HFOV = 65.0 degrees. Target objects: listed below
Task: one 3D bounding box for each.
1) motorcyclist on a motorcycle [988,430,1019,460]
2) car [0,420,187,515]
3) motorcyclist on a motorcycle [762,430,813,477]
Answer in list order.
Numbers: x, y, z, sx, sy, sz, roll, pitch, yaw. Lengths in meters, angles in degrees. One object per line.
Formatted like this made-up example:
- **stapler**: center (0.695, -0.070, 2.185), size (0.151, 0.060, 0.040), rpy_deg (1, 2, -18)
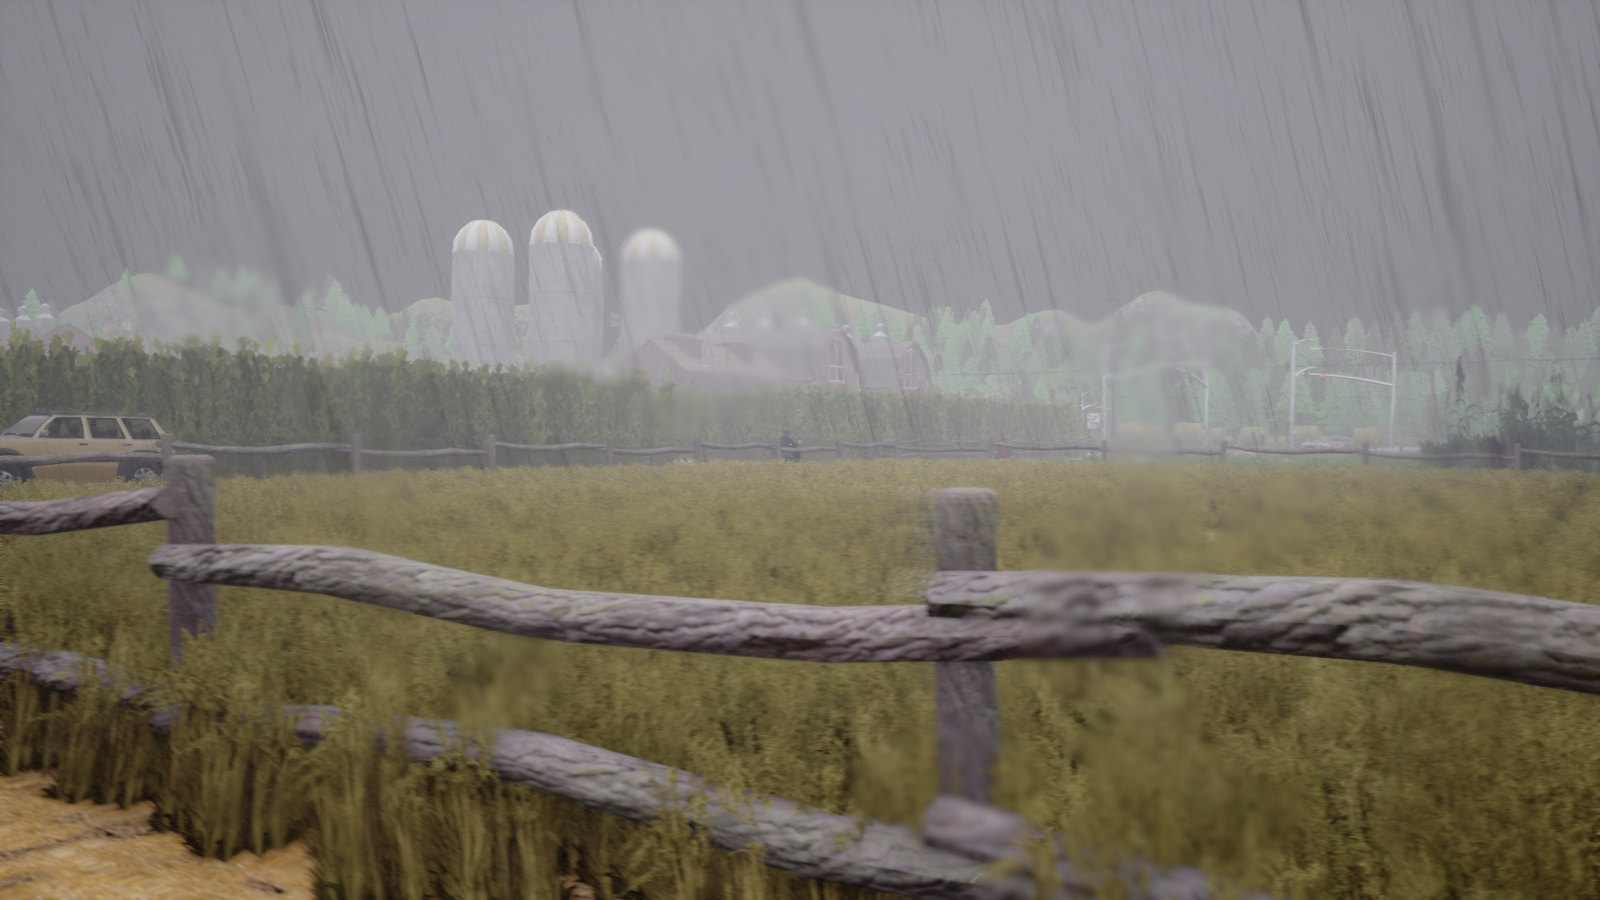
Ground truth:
- **motorcyclist on a motorcycle**: center (10.660, -0.282, 65.777), size (0.797, 1.523, 2.044), rpy_deg (0, 1, 33)
- **car**: center (-15.516, 0.335, 26.145), size (1.932, 1.855, 4.605), rpy_deg (0, 0, 34)
- **motorcyclist on a motorcycle**: center (-0.414, 0.096, 43.388), size (0.866, 1.590, 1.817), rpy_deg (0, 1, 33)
